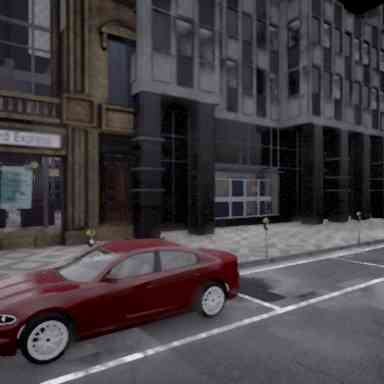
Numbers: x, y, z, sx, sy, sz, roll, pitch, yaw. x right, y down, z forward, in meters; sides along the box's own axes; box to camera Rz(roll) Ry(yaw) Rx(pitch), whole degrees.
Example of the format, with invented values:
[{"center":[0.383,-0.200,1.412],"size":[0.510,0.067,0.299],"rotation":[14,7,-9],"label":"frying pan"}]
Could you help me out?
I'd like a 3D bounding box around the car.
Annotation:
[{"center":[-1.155,1.546,5.824],"size":[4.507,1.381,1.887],"rotation":[0,0,-35],"label":"car"}]
